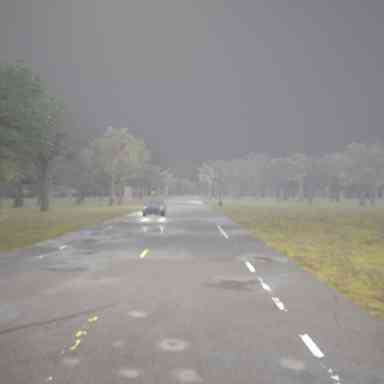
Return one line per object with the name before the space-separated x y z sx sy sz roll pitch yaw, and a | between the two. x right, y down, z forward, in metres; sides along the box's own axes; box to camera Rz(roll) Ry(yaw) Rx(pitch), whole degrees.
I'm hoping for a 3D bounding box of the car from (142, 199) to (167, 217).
car | -3.601 1.452 32.515 2.097 1.767 4.553 0 0 0
